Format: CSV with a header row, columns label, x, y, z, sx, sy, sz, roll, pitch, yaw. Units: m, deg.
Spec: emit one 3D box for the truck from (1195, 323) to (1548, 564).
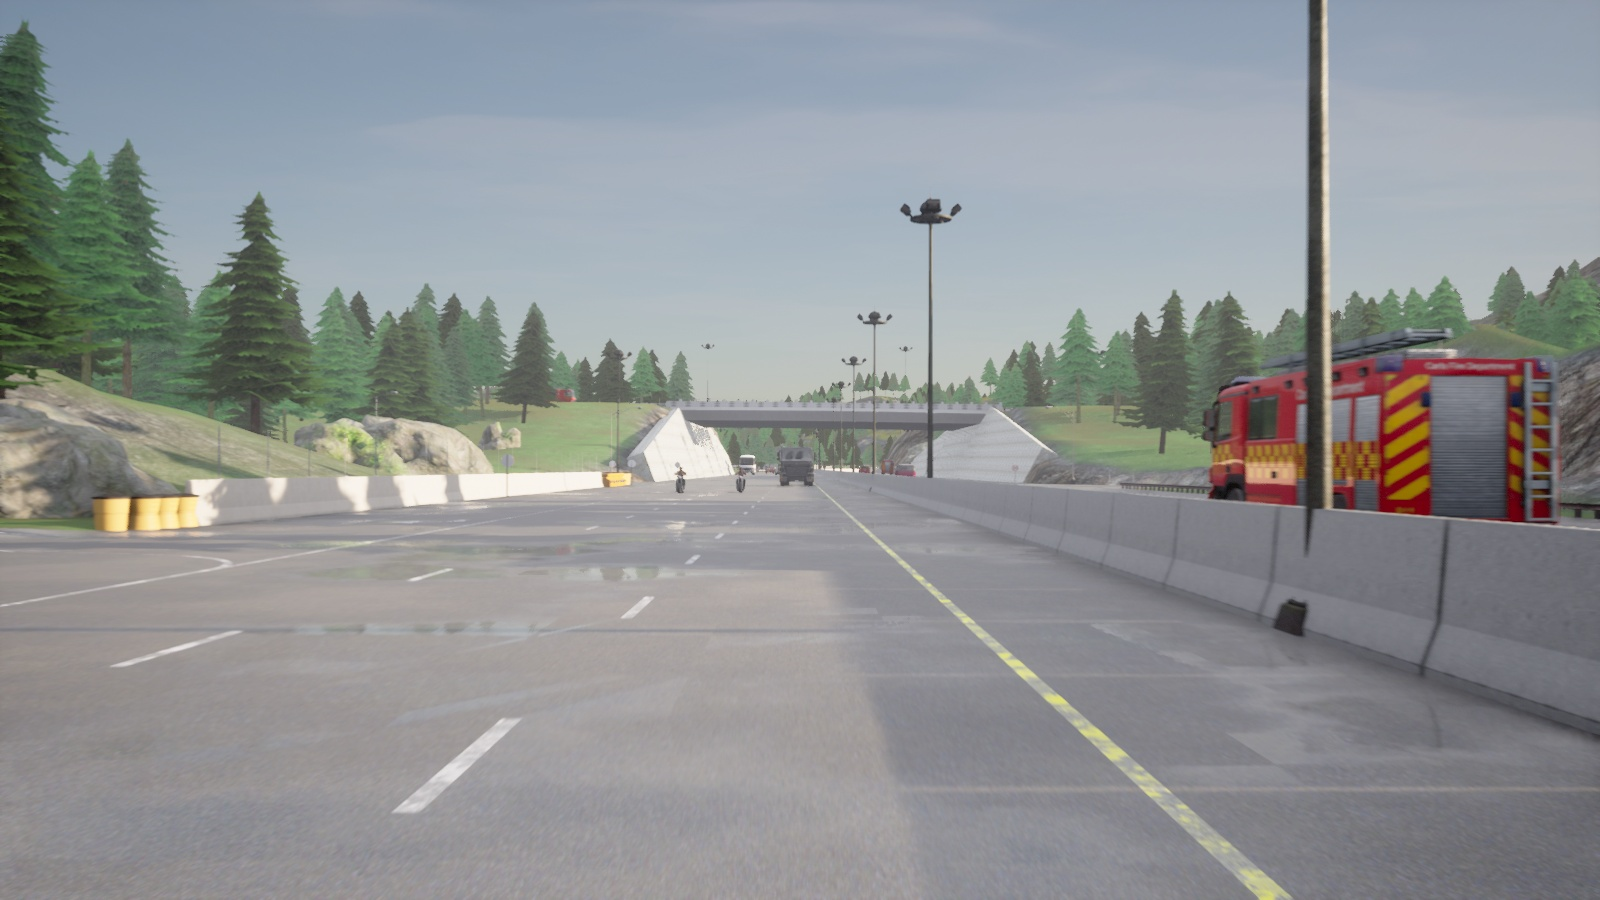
label,x,y,z,sx,sy,sz,roll,pitch,yaw
truck,10.437,-0.046,24.243,2.891,3.827,8.468,0,-1,0
